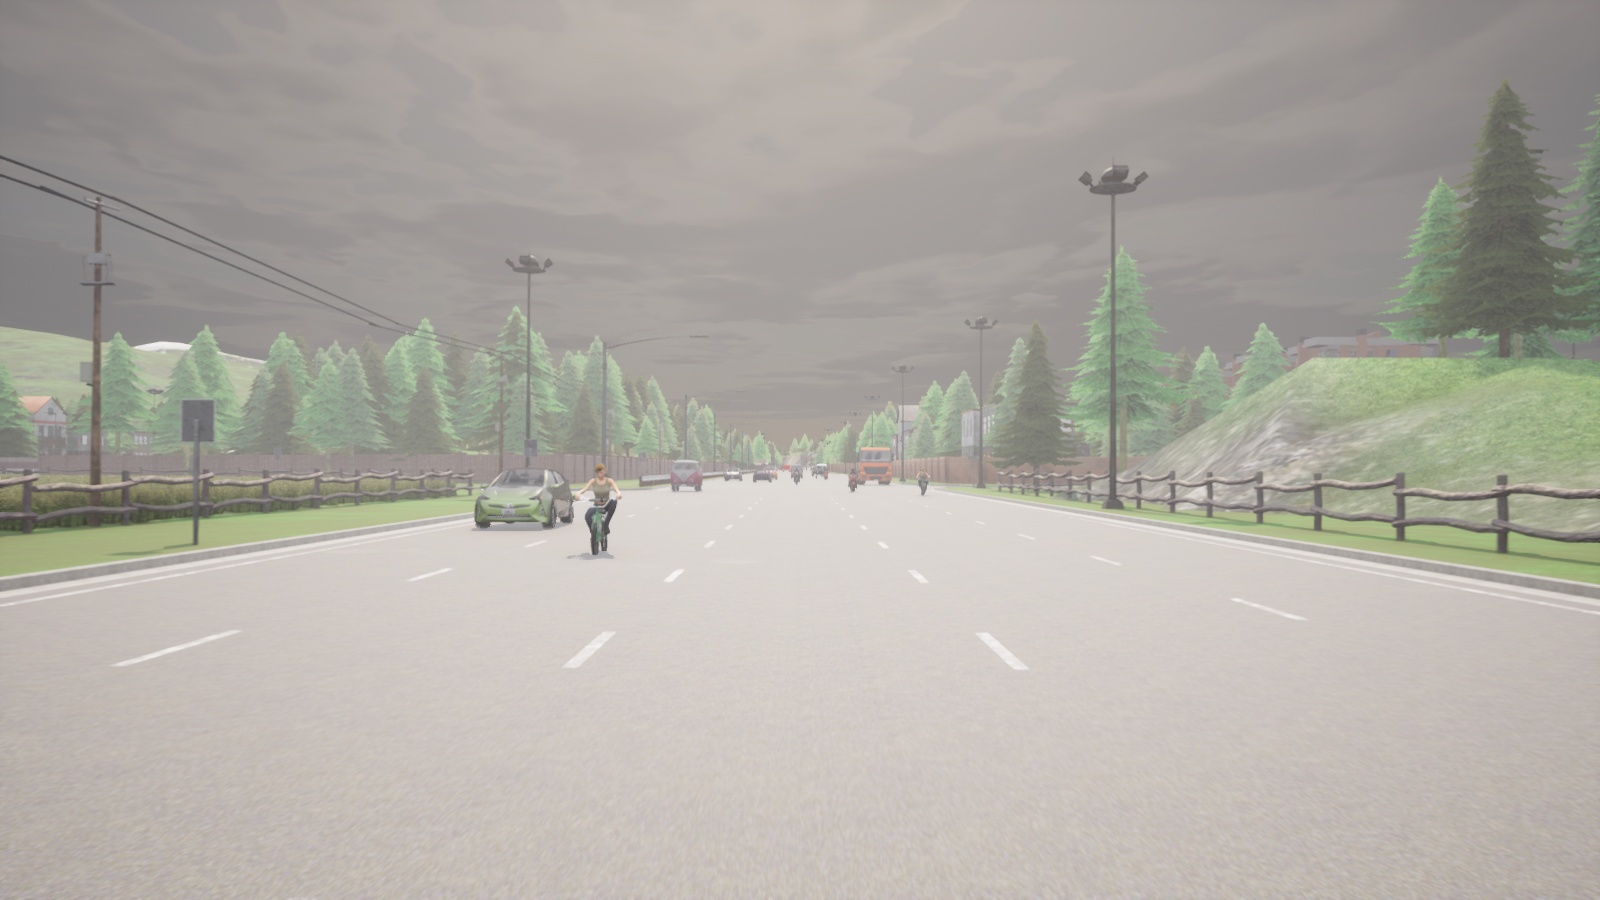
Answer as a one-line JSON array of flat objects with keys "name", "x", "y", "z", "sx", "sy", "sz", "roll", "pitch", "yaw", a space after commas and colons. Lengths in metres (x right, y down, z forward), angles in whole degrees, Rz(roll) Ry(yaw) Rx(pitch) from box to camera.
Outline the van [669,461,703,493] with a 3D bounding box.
[{"name": "van", "x": -7.191, "y": 1.724, "z": 79.823, "sx": 1.775, "sy": 1.987, "sz": 4.442, "roll": 0, "pitch": -1, "yaw": 0}]

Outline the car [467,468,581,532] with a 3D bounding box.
[{"name": "car", "x": -7.075, "y": 1.248, "z": 32.641, "sx": 2.007, "sy": 1.525, "sz": 4.514, "roll": 0, "pitch": -1, "yaw": 0}]

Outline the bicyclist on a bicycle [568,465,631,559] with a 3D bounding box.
[{"name": "bicyclist on a bicycle", "x": -3.549, "y": 1.078, "z": 22.353, "sx": 0.866, "sy": 1.612, "sz": 1.509, "roll": 0, "pitch": -1, "yaw": 0}]
